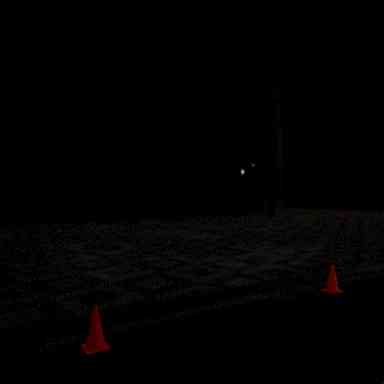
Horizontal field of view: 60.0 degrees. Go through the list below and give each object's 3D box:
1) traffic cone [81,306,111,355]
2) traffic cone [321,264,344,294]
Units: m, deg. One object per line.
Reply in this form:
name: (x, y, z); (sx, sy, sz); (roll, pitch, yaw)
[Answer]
traffic cone: (-1.369, 1.924, 4.743); (0.340, 0.580, 0.340); (0, 0, -33)
traffic cone: (3.130, 1.910, 7.411); (0.340, 0.580, 0.340); (0, 0, -28)
